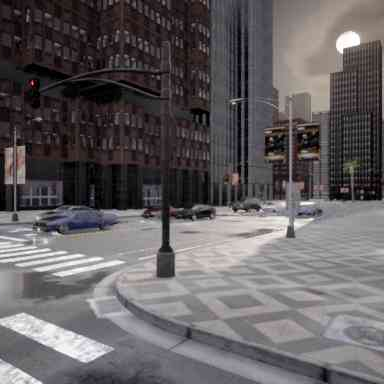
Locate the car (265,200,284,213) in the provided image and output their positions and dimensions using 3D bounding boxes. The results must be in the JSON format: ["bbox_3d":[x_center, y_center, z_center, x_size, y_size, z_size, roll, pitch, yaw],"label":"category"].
[{"bbox_3d":[11.534,2.208,47.199,1.812,1.442,4.674,0,-1,36],"label":"car"}]

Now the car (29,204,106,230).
[{"bbox_3d":[-8.862,1.723,24.125,2.128,1.511,4.902,0,-1,35],"label":"car"}]

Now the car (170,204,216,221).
[{"bbox_3d":[0.409,1.880,31.595,1.882,1.535,5.008,0,0,35],"label":"car"}]

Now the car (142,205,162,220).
[{"bbox_3d":[-2.959,1.943,32.458,1.994,1.385,4.181,0,-1,35],"label":"car"}]

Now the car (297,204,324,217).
[{"bbox_3d":[14.032,2.165,39.248,2.033,1.411,5.357,0,-1,35],"label":"car"}]

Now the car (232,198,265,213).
[{"bbox_3d":[7.905,1.878,47.725,2.150,2.045,5.566,0,-1,36],"label":"car"}]

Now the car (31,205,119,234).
[{"bbox_3d":[-7.124,1.760,20.958,2.033,1.411,5.357,0,-1,35],"label":"car"}]
